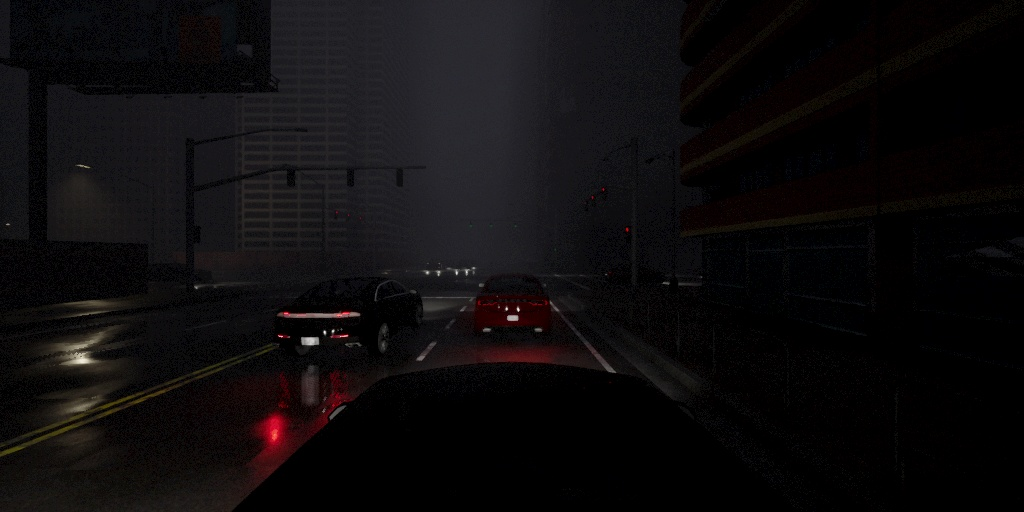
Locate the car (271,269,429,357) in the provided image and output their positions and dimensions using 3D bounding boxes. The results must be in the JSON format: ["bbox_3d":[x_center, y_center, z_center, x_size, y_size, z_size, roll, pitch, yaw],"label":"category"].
[{"bbox_3d":[-3.476,1.242,8.552,2.128,1.511,4.902,0,0,-1],"label":"car"}]

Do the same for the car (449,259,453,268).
[{"bbox_3d":[-11.011,1.297,61.904,2.033,1.411,5.357,0,0,0],"label":"car"}]

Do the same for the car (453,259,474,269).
[{"bbox_3d":[-7.489,1.255,55.614,1.837,1.490,4.892,0,0,0],"label":"car"}]

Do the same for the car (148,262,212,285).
[{"bbox_3d":[-24.599,1.228,25.948,5.008,1.535,1.882,0,0,0],"label":"car"}]

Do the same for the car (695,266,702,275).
[{"bbox_3d":[21.452,1.228,36.698,5.008,1.535,1.882,0,0,0],"label":"car"}]

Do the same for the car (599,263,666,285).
[{"bbox_3d":[8.851,1.314,26.020,4.181,1.385,1.994,0,0,0],"label":"car"}]

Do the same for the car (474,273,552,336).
[{"bbox_3d":[0.012,1.228,10.440,1.882,1.535,5.008,0,0,0],"label":"car"}]

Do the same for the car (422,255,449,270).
[{"bbox_3d":[-10.963,1.102,51.705,2.097,1.767,4.553,0,0,0],"label":"car"}]
